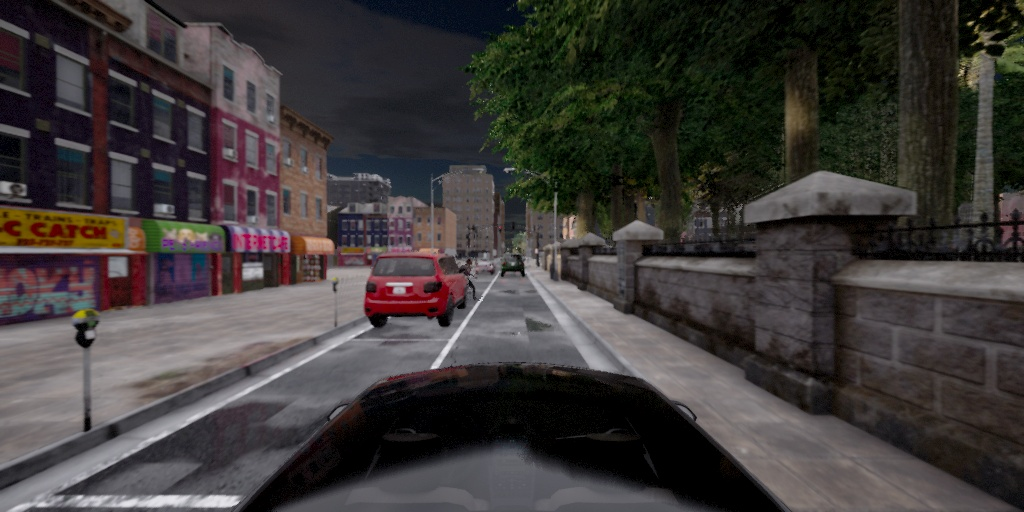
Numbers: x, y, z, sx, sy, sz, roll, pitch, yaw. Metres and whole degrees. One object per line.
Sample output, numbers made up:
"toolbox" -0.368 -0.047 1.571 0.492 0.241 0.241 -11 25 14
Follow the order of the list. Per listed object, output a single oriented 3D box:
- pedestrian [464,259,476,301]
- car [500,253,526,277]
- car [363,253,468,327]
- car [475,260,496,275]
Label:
"pedestrian" -1.770 0.968 14.676 0.375 1.860 0.375 0 0 0
"car" 0.087 0.785 33.201 2.150 2.045 5.566 0 0 0
"car" -2.743 0.918 11.424 2.150 2.045 5.566 0 0 0
"car" -2.617 1.135 35.099 1.802 1.307 4.207 0 0 0
